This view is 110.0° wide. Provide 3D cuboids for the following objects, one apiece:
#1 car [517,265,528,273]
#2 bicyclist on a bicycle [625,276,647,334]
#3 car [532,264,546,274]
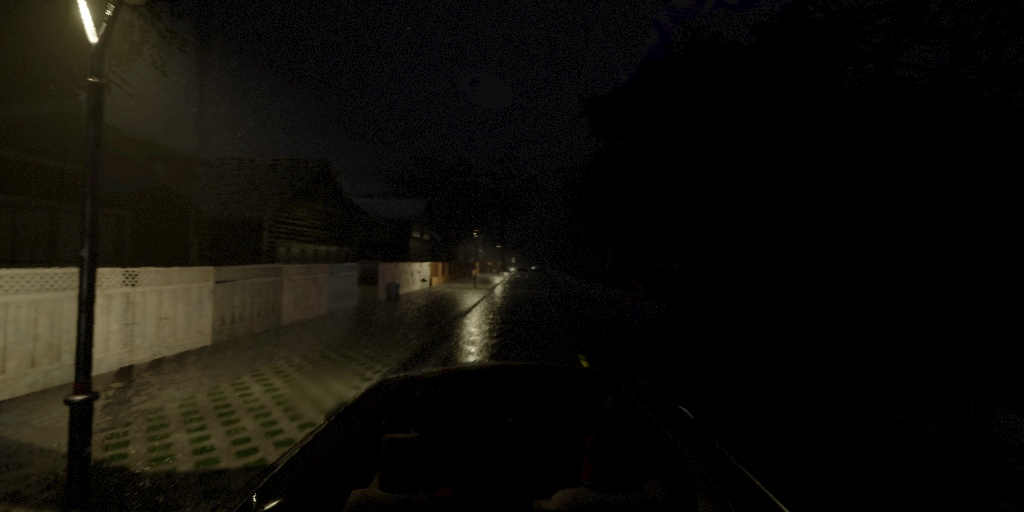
[{"bbox_3d":[1.872,2.235,62.957,1.895,1.301,4.718,2,-1,3],"label":"car"},{"bbox_3d":[3.692,1.420,10.700,0.582,1.620,1.656,2,-1,2],"label":"bicyclist on a bicycle"},{"bbox_3d":[4.656,2.161,60.093,2.128,1.511,4.902,2,-1,2],"label":"car"}]
